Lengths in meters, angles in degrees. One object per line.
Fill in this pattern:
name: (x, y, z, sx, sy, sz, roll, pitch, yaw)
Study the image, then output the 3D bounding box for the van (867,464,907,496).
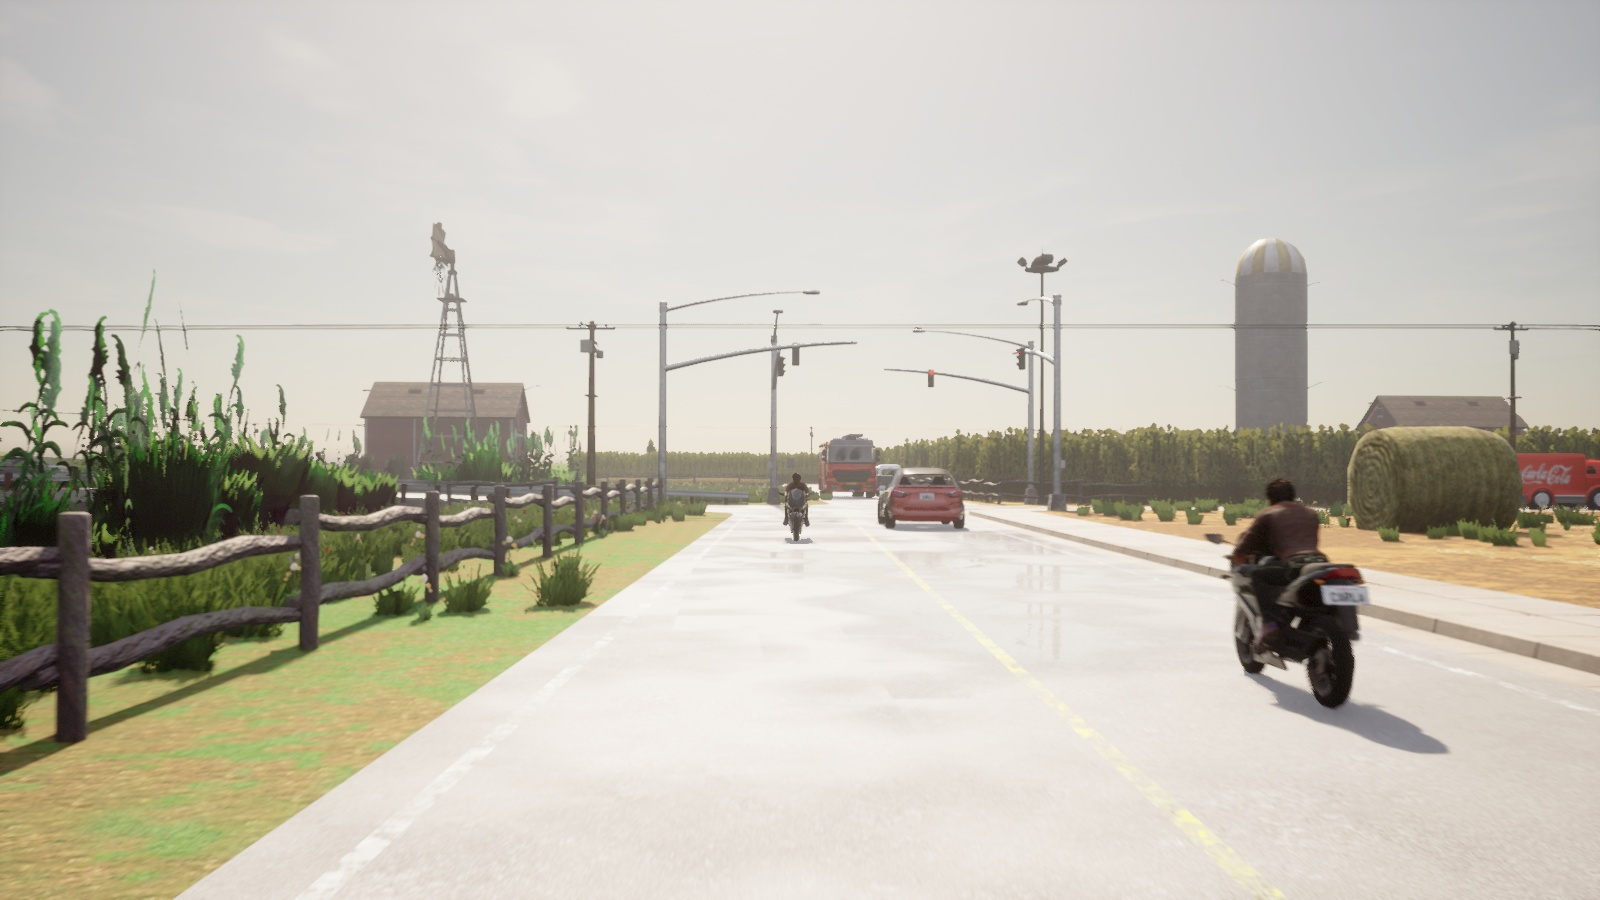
van: (5.650, 1.918, 81.668, 2.069, 2.038, 4.480, 0, -1, -3)

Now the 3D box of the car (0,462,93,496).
car: (-32.992, 1.255, 53.884, 4.181, 1.385, 1.994, -1, -1, 5)

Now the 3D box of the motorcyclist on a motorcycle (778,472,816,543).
motorcyclist on a motorcycle: (-0.068, 1.269, 28.212, 0.797, 1.523, 2.044, 0, -1, 0)

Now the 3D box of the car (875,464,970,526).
car: (3.417, 1.247, 35.965, 2.242, 1.667, 4.611, 0, -1, 0)

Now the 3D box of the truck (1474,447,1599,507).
truck: (31.927, 1.128, 53.323, 5.204, 2.467, 2.627, 0, -1, -3)

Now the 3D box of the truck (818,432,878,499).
truck: (2.813, 0.952, 76.357, 2.891, 3.827, 8.468, 0, -1, -3)

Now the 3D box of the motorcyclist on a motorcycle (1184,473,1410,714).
motorcyclist on a motorcycle: (3.478, 0.934, 9.019, 0.797, 1.523, 2.044, 0, -1, 0)
